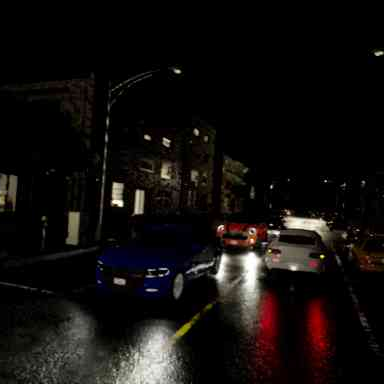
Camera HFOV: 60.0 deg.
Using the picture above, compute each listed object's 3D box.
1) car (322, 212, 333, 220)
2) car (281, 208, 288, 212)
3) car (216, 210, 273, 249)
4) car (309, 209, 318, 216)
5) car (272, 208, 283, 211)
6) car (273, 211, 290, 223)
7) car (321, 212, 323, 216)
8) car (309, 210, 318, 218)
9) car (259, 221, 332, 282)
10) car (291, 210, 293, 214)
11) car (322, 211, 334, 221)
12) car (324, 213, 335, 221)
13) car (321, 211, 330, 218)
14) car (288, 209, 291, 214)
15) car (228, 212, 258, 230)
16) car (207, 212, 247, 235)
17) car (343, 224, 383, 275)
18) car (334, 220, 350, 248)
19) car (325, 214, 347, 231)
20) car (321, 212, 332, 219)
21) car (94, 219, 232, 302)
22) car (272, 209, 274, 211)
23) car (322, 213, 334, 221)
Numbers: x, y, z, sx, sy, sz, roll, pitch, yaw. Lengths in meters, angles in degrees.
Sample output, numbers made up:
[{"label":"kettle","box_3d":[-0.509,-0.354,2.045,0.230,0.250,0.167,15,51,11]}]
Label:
[{"label":"car","box_3d":[28.064,4.984,69.138,1.947,1.339,4.313,3,-1,21]},{"label":"car","box_3d":[14.447,3.593,56.553,2.192,1.841,5.009,3,-1,21]},{"label":"car","box_3d":[2.826,1.936,18.045,2.097,1.767,4.553,3,-2,21]},{"label":"car","box_3d":[31.734,5.363,86.638,2.097,1.767,4.553,3,-2,21]},{"label":"car","box_3d":[12.441,3.545,51.210,1.752,1.417,4.829,3,-1,21]},{"label":"car","box_3d":[7.622,2.765,30.873,1.994,1.385,4.181,3,-1,21]},{"label":"car","box_3d":[24.216,4.232,58.787,2.192,1.841,5.009,3,-1,21]},{"label":"car","box_3d":[28.092,5.118,76.908,1.837,1.490,4.892,3,-2,21]},{"label":"car","box_3d":[3.675,1.991,11.487,1.812,1.442,4.674,3,-2,21]},{"label":"car","box_3d":[20.237,4.471,72.085,1.967,1.590,4.097,3,-1,21]},{"label":"car","box_3d":[18.410,3.605,43.248,1.967,1.590,4.097,3,-1,21]},{"label":"car","box_3d":[16.467,3.497,38.067,1.802,1.307,4.206,3,-1,21]},{"label":"car","box_3d":[33.874,5.695,84.526,1.752,1.417,4.829,3,-1,21]},{"label":"car","box_3d":[18.294,4.362,66.904,1.802,1.307,4.206,3,-1,21]},{"label":"car","box_3d":[4.766,2.610,30.654,1.802,1.307,4.206,3,-1,21]},{"label":"car","box_3d":[2.778,2.297,25.317,1.752,1.417,4.829,3,-1,21]},{"label":"car","box_3d":[6.867,2.201,12.334,1.752,1.417,4.829,3,-1,21]},{"label":"car","box_3d":[8.738,2.468,17.353,2.008,1.369,4.403,3,-1,21]},{"label":"car","box_3d":[14.537,3.216,32.888,2.008,1.369,4.403,3,-1,21]},{"label":"car","box_3d":[29.898,5.201,74.027,1.887,1.381,4.507,3,-1,21]},{"label":"car","box_3d":[-0.564,1.626,8.980,1.882,1.535,5.008,3,-2,20]},{"label":"car","box_3d":[8.631,3.110,41.012,1.802,1.307,4.206,3,-1,21]},{"label":"car","box_3d":[26.132,4.733,63.959,1.947,1.339,4.313,3,-1,21]}]
